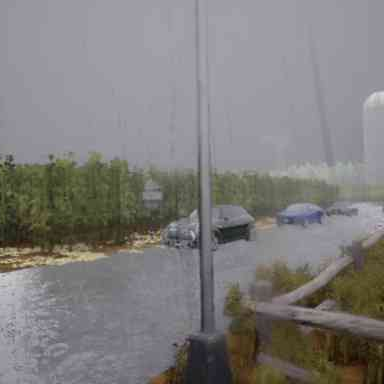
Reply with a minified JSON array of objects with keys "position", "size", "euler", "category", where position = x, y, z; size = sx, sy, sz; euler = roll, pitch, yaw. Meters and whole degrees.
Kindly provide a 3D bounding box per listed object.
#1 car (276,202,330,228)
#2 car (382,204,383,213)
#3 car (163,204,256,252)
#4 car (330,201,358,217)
[{"position":[7.298,1.480,22.257],"size":[1.882,1.535,5.008],"euler":[-1,-1,38],"category":"car"},{"position":[20.854,1.424,34.194],"size":[2.033,1.411,5.357],"euler":[-1,0,37],"category":"car"},{"position":[0.858,1.352,14.051],"size":[2.097,1.767,4.553],"euler":[-1,-1,38],"category":"car"},{"position":[13.739,1.540,30.447],"size":[1.994,1.385,4.181],"euler":[-1,-1,38],"category":"car"}]
